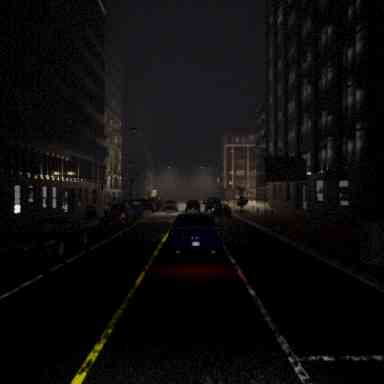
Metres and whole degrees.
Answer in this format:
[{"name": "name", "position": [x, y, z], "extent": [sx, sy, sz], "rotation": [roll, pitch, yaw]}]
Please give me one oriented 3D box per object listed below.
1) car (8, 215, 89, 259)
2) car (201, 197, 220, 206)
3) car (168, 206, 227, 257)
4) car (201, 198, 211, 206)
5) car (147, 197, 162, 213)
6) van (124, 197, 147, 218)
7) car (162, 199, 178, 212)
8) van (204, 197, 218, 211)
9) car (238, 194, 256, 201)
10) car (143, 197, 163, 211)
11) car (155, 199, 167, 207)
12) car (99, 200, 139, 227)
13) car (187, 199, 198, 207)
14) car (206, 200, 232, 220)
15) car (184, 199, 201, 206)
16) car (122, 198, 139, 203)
[{"name": "car", "position": [-5.315, 1.623, 12.833], "extent": [2.008, 1.369, 4.403], "rotation": [0, 0, 0]}, {"name": "car", "position": [2.569, 1.544, 40.627], "extent": [2.192, 1.841, 5.009], "rotation": [0, 0, 0]}, {"name": "car", "position": [0.084, 1.552, 13.286], "extent": [1.882, 1.535, 5.008], "rotation": [0, 0, -1]}, {"name": "car", "position": [2.572, 1.883, 63.031], "extent": [1.752, 1.417, 4.829], "rotation": [0, 0, 0]}, {"name": "car", "position": [-5.312, 1.543, 40.628], "extent": [2.192, 1.841, 5.009], "rotation": [0, 0, 0]}, {"name": "van", "position": [-5.313, 1.506, 29.511], "extent": [1.690, 1.788, 3.998], "rotation": [0, 0, 0]}, {"name": "car", "position": [-2.745, 1.738, 42.703], "extent": [1.882, 1.535, 5.008], "rotation": [0, 0, 0]}, {"name": "van", "position": [2.570, 1.601, 46.186], "extent": [1.690, 1.788, 3.998], "rotation": [0, 0, 0]}, {"name": "car", "position": [15.325, 1.627, 93.222], "extent": [5.009, 1.841, 2.192], "rotation": [-1, 1, -1]}, {"name": "car", "position": [-5.311, 1.575, 46.187], "extent": [2.192, 1.841, 5.009], "rotation": [0, 0, 0]}, {"name": "car", "position": [-5.309, 1.906, 57.302], "extent": [1.802, 1.307, 4.206], "rotation": [0, 0, 0]}, {"name": "car", "position": [-5.313, 1.574, 23.951], "extent": [1.967, 1.590, 4.097], "rotation": [0, 0, 0]}, {"name": "car", "position": [0.108, 1.935, 59.037], "extent": [1.895, 1.301, 4.718], "rotation": [0, 0, 0]}, {"name": "car", "position": [2.568, 1.716, 29.509], "extent": [2.008, 1.369, 4.403], "rotation": [0, 0, 0]}, {"name": "car", "position": [0.106, 1.741, 41.931], "extent": [1.837, 1.490, 4.892], "rotation": [0, 0, 0]}, {"name": "car", "position": [-17.102, 2.293, 92.820], "extent": [4.313, 1.339, 1.947], "rotation": [-1, 1, -1]}]
